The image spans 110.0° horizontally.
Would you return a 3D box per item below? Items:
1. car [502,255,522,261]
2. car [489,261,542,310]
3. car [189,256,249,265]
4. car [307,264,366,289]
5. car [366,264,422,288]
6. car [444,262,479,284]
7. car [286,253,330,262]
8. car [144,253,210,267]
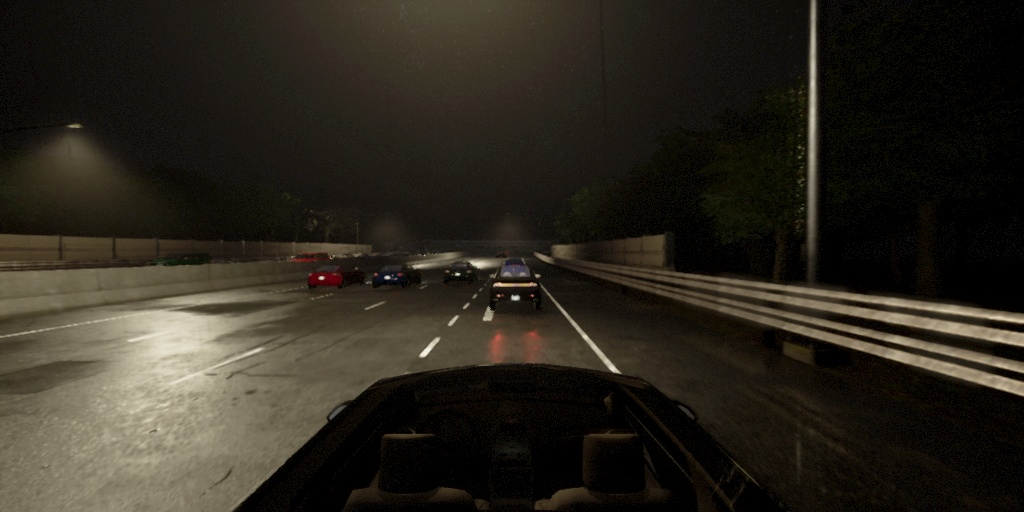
[{"bbox_3d":[0.212,0.963,32.240,1.882,1.535,5.008,0,0,0],"label":"car"},{"bbox_3d":[0.122,1.135,14.075,2.128,1.511,4.902,0,0,0],"label":"car"},{"bbox_3d":[-27.952,0.957,34.888,2.128,1.511,4.902,0,1,1],"label":"car"},{"bbox_3d":[-10.349,1.144,21.520,1.994,1.385,4.181,0,0,0],"label":"car"},{"bbox_3d":[-6.848,1.142,21.754,1.994,1.385,4.181,0,0,0],"label":"car"},{"bbox_3d":[-3.434,1.115,24.803,1.994,1.385,4.181,0,0,0],"label":"car"},{"bbox_3d":[-20.941,0.669,36.997,2.150,2.045,5.566,0,0,1],"label":"car"},{"bbox_3d":[-31.460,0.695,34.147,2.150,2.045,5.566,0,1,1],"label":"car"}]
